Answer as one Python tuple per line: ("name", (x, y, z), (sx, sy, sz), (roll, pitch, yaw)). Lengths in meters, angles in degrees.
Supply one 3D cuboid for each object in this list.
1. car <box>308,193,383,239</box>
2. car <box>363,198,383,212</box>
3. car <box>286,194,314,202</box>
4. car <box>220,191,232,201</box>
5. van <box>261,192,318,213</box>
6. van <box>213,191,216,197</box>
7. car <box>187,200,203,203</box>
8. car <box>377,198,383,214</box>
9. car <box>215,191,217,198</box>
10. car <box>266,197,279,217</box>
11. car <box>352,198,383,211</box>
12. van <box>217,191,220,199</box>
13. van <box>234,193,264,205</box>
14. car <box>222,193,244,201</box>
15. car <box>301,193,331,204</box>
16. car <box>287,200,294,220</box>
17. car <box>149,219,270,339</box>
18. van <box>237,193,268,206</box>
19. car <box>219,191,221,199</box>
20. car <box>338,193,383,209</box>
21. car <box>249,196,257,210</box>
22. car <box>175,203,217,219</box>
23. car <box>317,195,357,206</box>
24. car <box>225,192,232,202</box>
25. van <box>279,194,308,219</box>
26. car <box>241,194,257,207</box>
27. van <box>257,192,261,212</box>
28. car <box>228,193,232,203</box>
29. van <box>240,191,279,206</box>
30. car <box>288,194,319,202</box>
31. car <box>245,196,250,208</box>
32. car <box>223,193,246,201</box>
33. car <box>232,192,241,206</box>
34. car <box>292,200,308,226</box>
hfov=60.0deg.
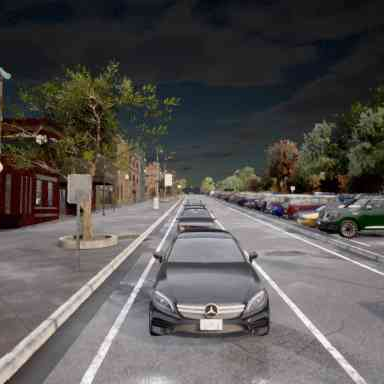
("car", (9.257, 1.221, 17.006), (5.566, 2.045, 2.435), (0, 0, 0))
("car", (22.197, 1.468, 37.394), (4.792, 1.488, 2.163), (0, 0, 0))
("car", (22.024, 1.188, 67.934), (4.892, 1.521, 2.231), (0, 1, 0))
("car", (8.932, 0.963, 64.668), (5.566, 2.045, 2.435), (0, 1, 0))
("van", (9.073, 1.230, 31.026), (4.442, 1.987, 1.878), (0, 0, 0))
("van", (8.672, 0.764, 89.895), (4.442, 1.987, 1.878), (0, 1, 0))
("car", (0.228, 1.442, 29.830), (2.128, 1.511, 4.902), (0, 0, 0))
("car", (22.430, 1.444, 34.623), (5.366, 1.575, 1.946), (0, 0, 0))
("car", (8.841, 1.065, 81.489), (5.008, 1.535, 2.097), (0, 1, 0))
("car", (9.203, 1.460, 28.220), (5.008, 1.535, 2.097), (0, 0, 0))
("car", (22.236, 1.452, 40.177), (4.792, 1.488, 2.163), (0, 0, 0))
("van", (8.748, 0.864, 78.683), (4.442, 1.987, 1.878), (0, 1, 0))
("van", (9.154, 1.089, 53.456), (4.442, 1.987, 1.878), (0, 1, 0))
("car", (8.872, 1.014, 73.078), (4.553, 1.767, 2.185), (0, 1, 0))
("car", (22.106, 1.135, 59.606), (4.553, 1.767, 2.185), (0, 1, 0))
("car", (9.250, 1.506, 22.613), (4.674, 1.452, 2.002), (0, 0, 0))
("car", (0.255, 1.524, 6.803), (1.812, 1.442, 4.674), (0, 0, 0))
("van", (9.173, 1.113, 50.653), (4.442, 1.987, 1.878), (0, 1, 0))
("car", (8.913, 0.938, 67.471), (5.566, 2.045, 2.435), (0, 1, 0))
("car", (22.160, 1.153, 42.950), (5.566, 2.045, 2.435), (0, 0, 0))
("car", (9.181, 1.470, 36.632), (4.792, 1.488, 2.163), (0, 0, 0))
("car", (0.198, 1.532, 17.382), (2.033, 1.411, 5.357), (0, 0, 0))
("car", (22.318, 1.332, 51.280), (5.366, 1.575, 1.946), (0, 1, 0))
("car", (8.977, 1.280, 61.867), (4.674, 1.452, 2.002), (0, 1, 0))
("van", (9.345, 1.237, 25.417), (4.442, 1.987, 1.878), (0, 0, 0))
("car", (9.120, 1.409, 42.242), (4.892, 1.521, 2.231), (0, 0, 0))
("van", (9.287, 1.222, 33.829), (4.442, 1.987, 1.878), (0, 0, 0))
("car", (9.011, 1.290, 56.261), (4.892, 1.521, 2.231), (0, 1, 0))
("van", (9.211, 1.163, 45.049), (4.442, 1.987, 1.878), (0, 0, 0))
("car", (21.852, 1.209, 65.156), (5.366, 1.575, 1.946), (0, 0, 0))
("car", (9.130, 1.465, 39.439), (4.674, 1.452, 2.002), (0, 0, 0))
("car", (8.891, 1.039, 70.275), (4.553, 1.767, 2.185), (0, 1, 0))
("car", (9.047, 1.113, 47.848), (5.566, 2.045, 2.435), (0, 1, 0))
("car", (9.081, 1.466, 19.809), (5.366, 1.575, 1.946), (0, 0, 0))
